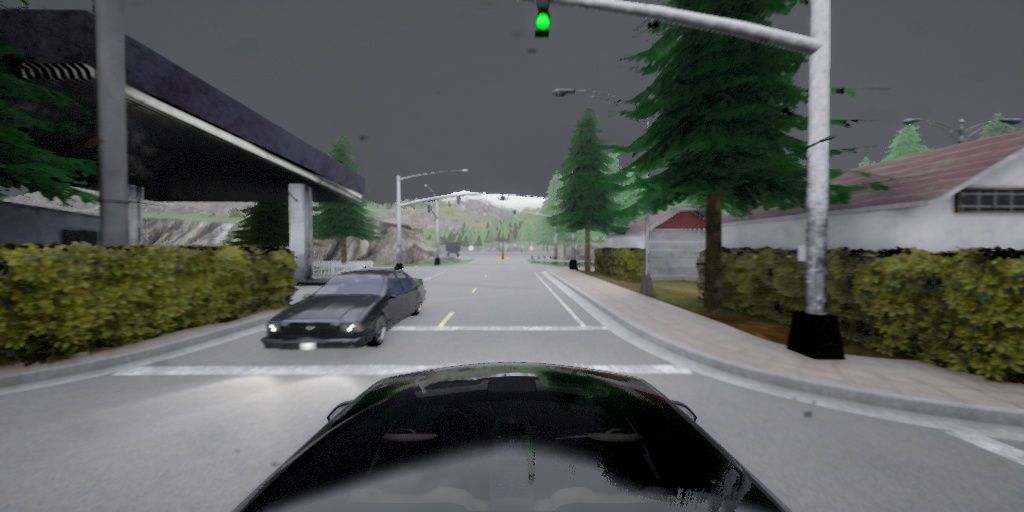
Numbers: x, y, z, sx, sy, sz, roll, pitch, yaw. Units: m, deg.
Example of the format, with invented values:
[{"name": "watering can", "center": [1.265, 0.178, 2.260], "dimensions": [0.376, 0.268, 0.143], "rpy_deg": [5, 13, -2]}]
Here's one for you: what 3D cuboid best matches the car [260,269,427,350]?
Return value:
[{"name": "car", "center": [-3.503, 1.053, 8.795], "dimensions": [2.033, 1.411, 5.357], "rpy_deg": [0, 2, 0]}]
